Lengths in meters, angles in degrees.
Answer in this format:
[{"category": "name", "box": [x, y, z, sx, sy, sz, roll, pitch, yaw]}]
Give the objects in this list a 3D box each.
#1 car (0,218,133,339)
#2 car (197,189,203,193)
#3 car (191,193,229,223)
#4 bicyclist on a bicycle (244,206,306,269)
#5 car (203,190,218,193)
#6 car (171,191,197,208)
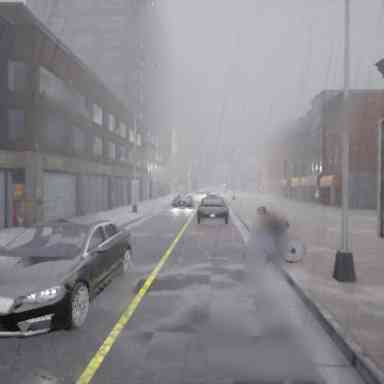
[{"category": "car", "box": [-2.533, 1.336, 6.700, 2.128, 1.511, 4.902, 0, 1, 4]}, {"category": "car", "box": [1.943, -0.071, 76.873, 2.033, 1.411, 5.357, 0, 1, 4]}, {"category": "car", "box": [1.317, 1.049, 21.001, 2.128, 1.511, 4.902, 0, 1, 4]}, {"category": "bicyclist on a bicycle", "box": [2.122, 1.176, 8.799, 1.656, 1.620, 0.582, -9, 1, 4]}, {"category": "car", "box": [2.623, 0.650, 41.984, 1.812, 1.442, 4.674, 0, 1, 4]}, {"category": "car", "box": [-0.840, 0.860, 33.057, 1.994, 1.385, 4.181, 0, 1, 4]}]
